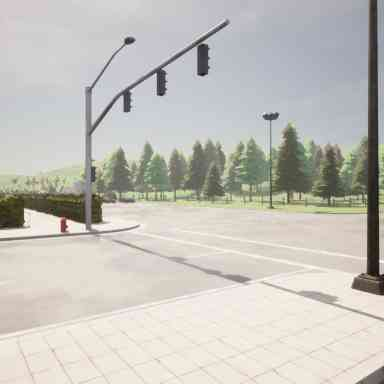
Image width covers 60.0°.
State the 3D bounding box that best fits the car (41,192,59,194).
[{"bbox_3d":[-24.108,1.221,57.614,2.150,2.045,5.566,0,0,-34],"label":"car"}]

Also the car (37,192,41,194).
[{"bbox_3d":[-29.773,1.058,65.859,2.150,2.045,5.566,0,0,-34],"label":"car"}]

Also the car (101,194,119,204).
[{"bbox_3d":[-16.747,1.601,65.616,1.895,1.301,4.718,0,0,-34],"label":"car"}]

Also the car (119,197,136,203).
[{"bbox_3d":[-13.108,1.601,66.513,1.895,1.301,4.718,0,0,-35],"label":"car"}]
